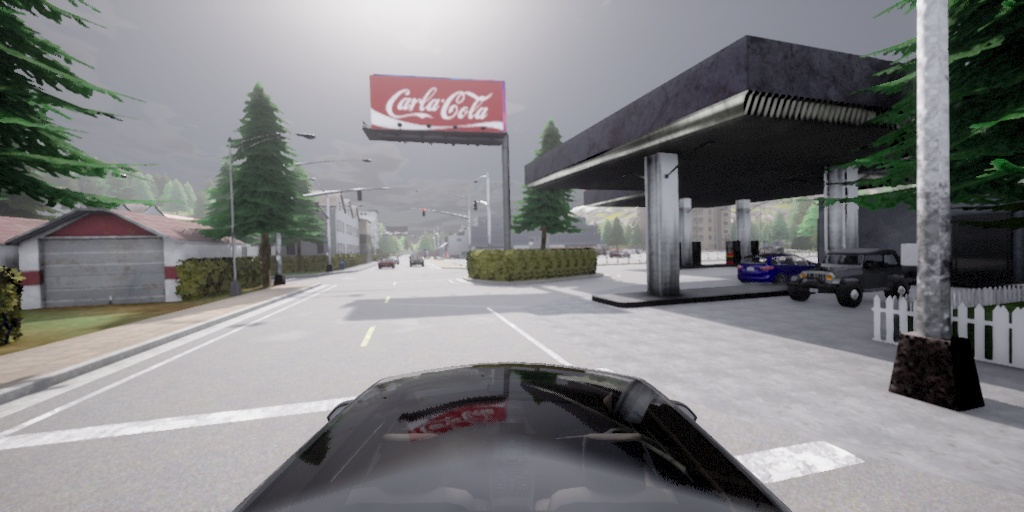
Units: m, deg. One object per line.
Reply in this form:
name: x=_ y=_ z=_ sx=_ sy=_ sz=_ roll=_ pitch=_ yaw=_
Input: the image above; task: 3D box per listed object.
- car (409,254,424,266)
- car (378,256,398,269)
car: x=-13.564 y=0.771 z=51.042 sx=1.895 sy=1.301 sz=4.718 roll=-2 pitch=1 yaw=-16
car: x=-15.552 y=0.932 z=44.591 sx=1.895 sy=1.301 sz=4.718 roll=-2 pitch=1 yaw=-16
